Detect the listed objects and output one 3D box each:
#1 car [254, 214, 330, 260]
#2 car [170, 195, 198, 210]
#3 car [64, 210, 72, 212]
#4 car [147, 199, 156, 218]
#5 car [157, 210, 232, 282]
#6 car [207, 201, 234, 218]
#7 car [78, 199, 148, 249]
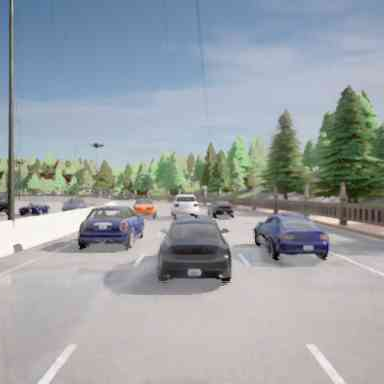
[{"bbox_3d":[3.568,1.552,12.497,1.812,1.442,4.674,0,0,0],"label":"car"},{"bbox_3d":[-0.773,1.286,30.175,2.150,2.045,5.566,0,0,-6],"label":"car"},{"bbox_3d":[-12.410,1.427,35.453,2.097,1.767,4.553,0,0,-11],"label":"car"},{"bbox_3d":[-4.415,1.417,30.864,2.097,1.767,4.553,0,0,-7],"label":"car"},{"bbox_3d":[0.068,1.528,9.817,1.837,1.490,4.892,0,0,0],"label":"car"},{"bbox_3d":[2.606,1.571,31.142,1.837,1.490,4.892,0,0,-6],"label":"car"},{"bbox_3d":[-3.430,1.384,14.919,2.097,1.767,4.553,0,0,0],"label":"car"}]
